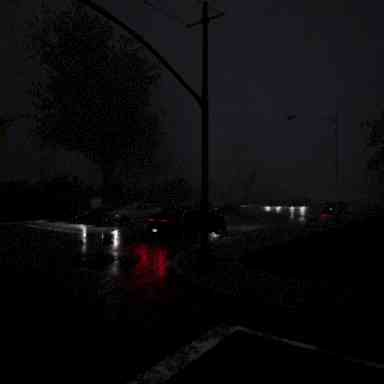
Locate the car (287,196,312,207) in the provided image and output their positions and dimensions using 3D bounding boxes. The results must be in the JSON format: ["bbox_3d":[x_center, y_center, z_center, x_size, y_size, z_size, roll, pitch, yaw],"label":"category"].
[{"bbox_3d":[16.239,1.361,49.175,1.837,1.490,4.892,0,0,36],"label":"car"}]

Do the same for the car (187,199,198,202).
[{"bbox_3d":[0.427,1.440,34.238,2.128,1.511,4.902,0,0,38],"label":"car"}]

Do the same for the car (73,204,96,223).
[{"bbox_3d":[-6.682,1.485,25.318,1.812,1.442,4.674,0,0,40],"label":"car"}]

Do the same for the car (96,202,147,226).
[{"bbox_3d":[-3.975,1.492,23.099,1.812,1.442,4.674,0,0,40],"label":"car"}]

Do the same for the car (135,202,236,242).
[{"bbox_3d":[-0.125,1.472,16.549,2.128,1.511,4.902,0,0,39],"label":"car"}]

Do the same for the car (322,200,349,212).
[{"bbox_3d":[16.112,1.528,37.122,1.895,1.301,4.718,0,0,37],"label":"car"}]

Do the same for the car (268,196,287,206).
[{"bbox_3d":[13.272,1.325,51.044,1.882,1.535,5.008,0,0,36],"label":"car"}]

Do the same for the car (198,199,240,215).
[{"bbox_3d":[2.924,1.482,31.752,1.812,1.442,4.674,0,0,38],"label":"car"}]
